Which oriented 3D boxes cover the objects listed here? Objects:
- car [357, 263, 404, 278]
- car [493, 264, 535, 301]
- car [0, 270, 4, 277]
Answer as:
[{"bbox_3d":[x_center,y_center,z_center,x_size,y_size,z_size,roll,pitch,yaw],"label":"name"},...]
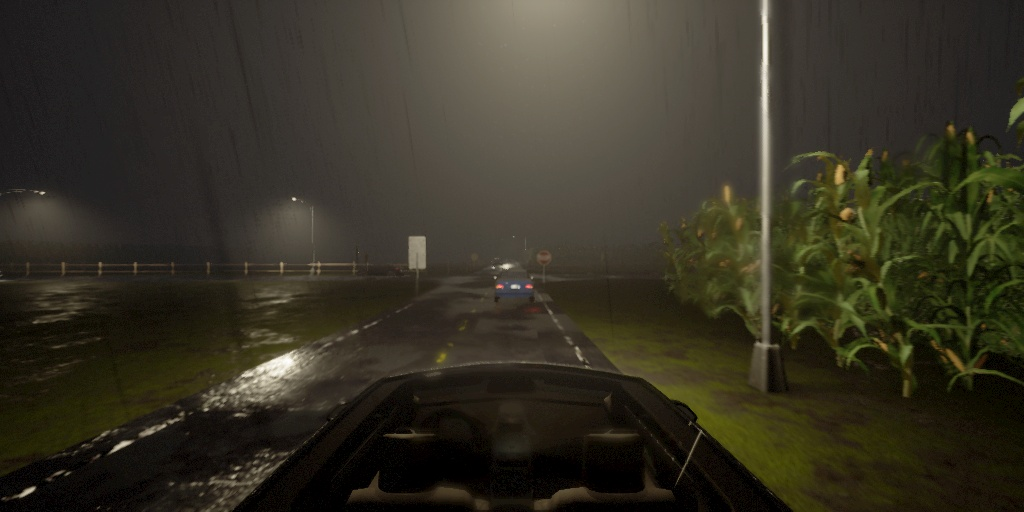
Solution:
[{"bbox_3d":[-12.617,1.351,34.465,4.181,1.385,1.994,0,0,3],"label":"car"},{"bbox_3d":[0.086,1.314,17.347,2.033,1.411,5.357,0,0,0],"label":"car"},{"bbox_3d":[-47.962,1.370,31.467,4.892,1.490,1.837,0,1,1],"label":"car"}]
